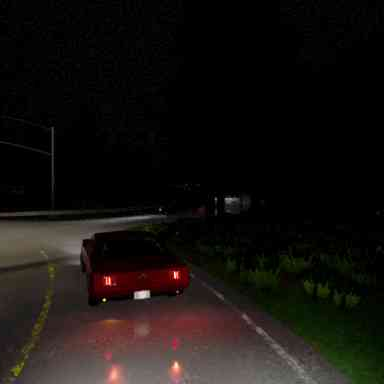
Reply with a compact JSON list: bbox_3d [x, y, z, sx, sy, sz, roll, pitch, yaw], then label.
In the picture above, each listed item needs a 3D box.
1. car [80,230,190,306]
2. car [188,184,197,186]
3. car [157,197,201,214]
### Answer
[{"bbox_3d":[-1.695,1.601,8.189,1.895,1.301,4.718,0,0,-21],"label":"car"},{"bbox_3d":[0.013,-1.820,70.135,2.128,1.511,4.902,0,5,-1],"label":"car"},{"bbox_3d":[-1.233,1.254,31.941,2.128,1.511,4.902,0,2,42],"label":"car"}]
